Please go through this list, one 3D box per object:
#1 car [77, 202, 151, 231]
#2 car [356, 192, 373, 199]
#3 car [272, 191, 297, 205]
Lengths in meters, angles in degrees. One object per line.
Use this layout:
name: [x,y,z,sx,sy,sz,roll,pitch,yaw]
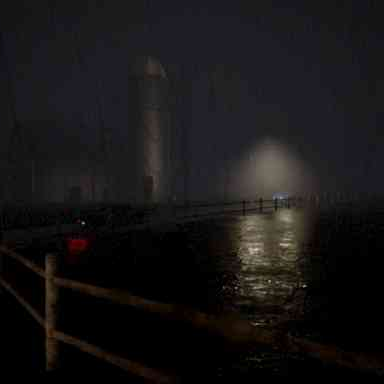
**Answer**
car: [-4.502,1.394,19.872,1.837,1.490,4.892,-1,0,34]
car: [39.653,0.952,77.442,2.033,1.411,5.357,-1,0,42]
car: [14.126,0.906,50.688,2.150,2.045,5.566,-1,0,37]
